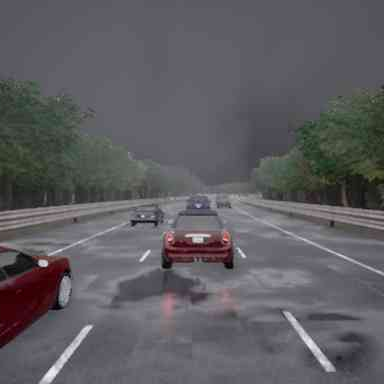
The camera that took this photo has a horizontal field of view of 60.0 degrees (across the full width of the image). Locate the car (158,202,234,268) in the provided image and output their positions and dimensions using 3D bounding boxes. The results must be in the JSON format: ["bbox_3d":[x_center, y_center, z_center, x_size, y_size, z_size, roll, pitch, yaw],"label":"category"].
[{"bbox_3d":[0.192,1.381,11.523,2.097,1.767,4.553,0,0,1],"label":"car"}]

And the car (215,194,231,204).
[{"bbox_3d":[4.918,1.626,51.841,2.097,1.767,4.553,0,0,3],"label":"car"}]

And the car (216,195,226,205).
[{"bbox_3d":[6.320,1.683,73.704,2.150,2.045,5.566,0,0,4],"label":"car"}]

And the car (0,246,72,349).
[{"bbox_3d":[-3.371,1.487,4.790,1.882,1.535,5.008,0,0,0],"label":"car"}]

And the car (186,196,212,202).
[{"bbox_3d":[0.617,1.339,30.754,2.150,2.045,5.566,0,0,2],"label":"car"}]

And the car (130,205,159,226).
[{"bbox_3d":[-3.084,1.624,23.769,2.033,1.411,5.357,0,0,1],"label":"car"}]
